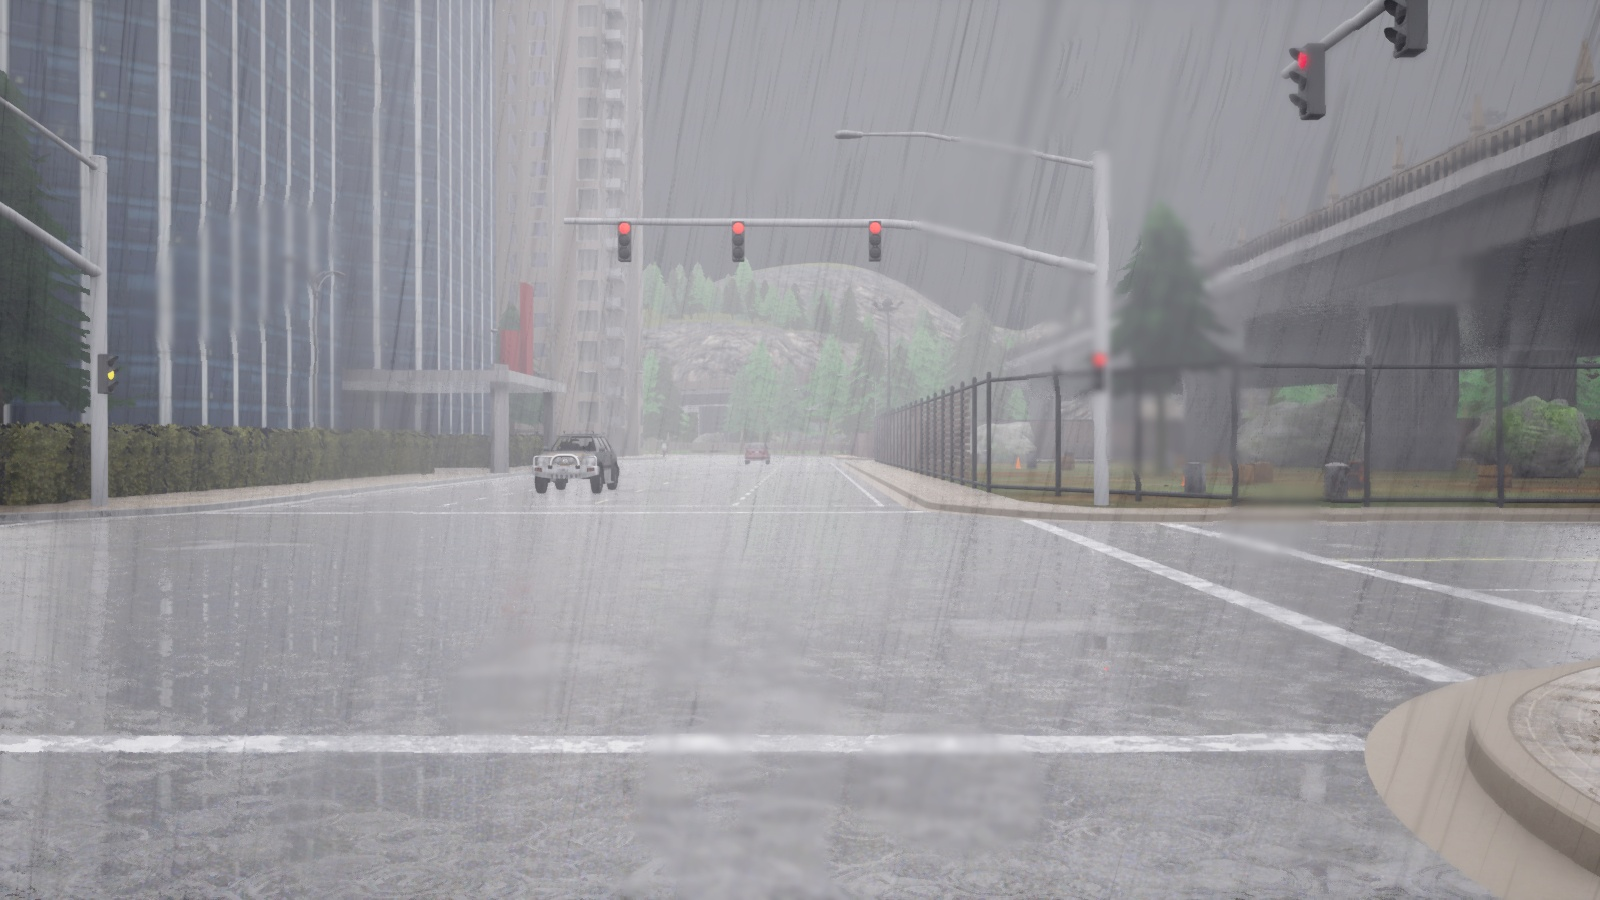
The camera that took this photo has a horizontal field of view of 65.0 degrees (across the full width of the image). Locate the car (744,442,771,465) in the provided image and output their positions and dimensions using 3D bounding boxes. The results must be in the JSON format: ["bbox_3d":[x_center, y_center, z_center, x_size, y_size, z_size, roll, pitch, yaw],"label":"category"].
[{"bbox_3d":[-2.979,0.225,88.755,1.789,1.549,3.705,0,1,0],"label":"car"}]

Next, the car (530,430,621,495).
[{"bbox_3d":[-6.765,0.341,38.320,1.932,1.855,4.605,0,0,0],"label":"car"}]
